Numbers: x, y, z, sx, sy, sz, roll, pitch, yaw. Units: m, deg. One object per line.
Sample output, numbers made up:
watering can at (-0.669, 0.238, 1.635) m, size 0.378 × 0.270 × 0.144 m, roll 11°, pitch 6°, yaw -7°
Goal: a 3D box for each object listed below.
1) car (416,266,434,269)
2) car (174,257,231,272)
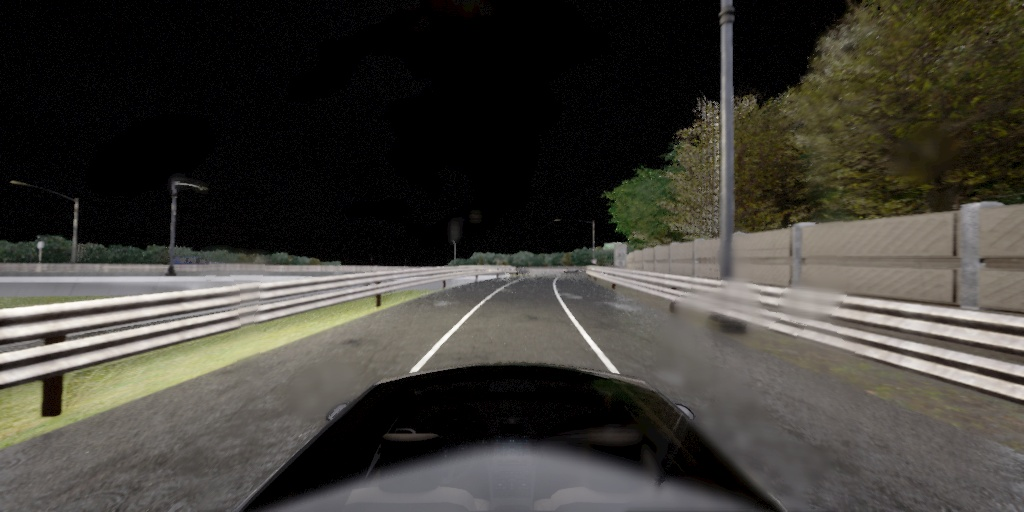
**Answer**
car at (-12.685, 2.253, 55.753) m, size 4.674 × 1.442 × 1.812 m, roll 2°, pitch -3°, yaw -36°
car at (-36.690, 1.159, 42.438) m, size 5.566 × 2.045 × 2.150 m, roll 1°, pitch -3°, yaw -21°
